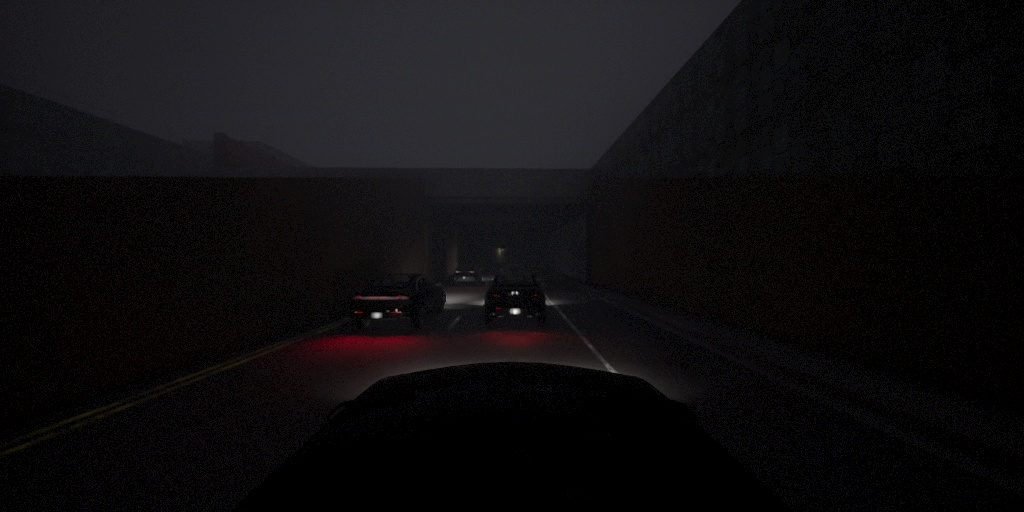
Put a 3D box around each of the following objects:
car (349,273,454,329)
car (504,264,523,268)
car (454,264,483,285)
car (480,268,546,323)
[{"bbox_3d":[-3.408,1.289,11.471,2.128,1.511,4.902,0,0,0],"label":"car"},{"bbox_3d":[0.096,1.377,27.976,1.837,1.490,4.892,0,0,0],"label":"car"},{"bbox_3d":[-3.404,1.364,27.934,2.128,1.511,4.902,0,0,0],"label":"car"},{"bbox_3d":[0.094,1.303,12.359,1.837,1.490,4.892,0,-1,0],"label":"car"}]
